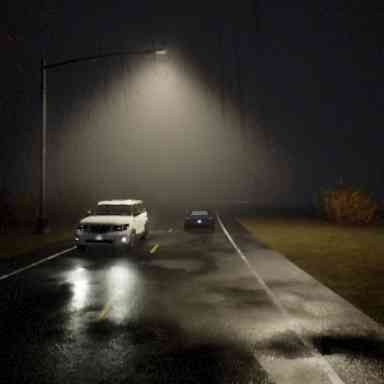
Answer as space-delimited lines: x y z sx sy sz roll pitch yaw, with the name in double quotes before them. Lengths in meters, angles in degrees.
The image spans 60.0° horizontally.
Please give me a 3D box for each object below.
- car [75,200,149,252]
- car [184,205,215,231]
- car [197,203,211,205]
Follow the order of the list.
"car" -3.372 1.386 15.134 2.150 2.045 5.566 0 -1 2
"car" 0.532 1.814 22.634 1.994 1.385 4.181 0 -1 2
"car" 1.554 2.028 42.178 1.994 1.385 4.181 0 -1 4
